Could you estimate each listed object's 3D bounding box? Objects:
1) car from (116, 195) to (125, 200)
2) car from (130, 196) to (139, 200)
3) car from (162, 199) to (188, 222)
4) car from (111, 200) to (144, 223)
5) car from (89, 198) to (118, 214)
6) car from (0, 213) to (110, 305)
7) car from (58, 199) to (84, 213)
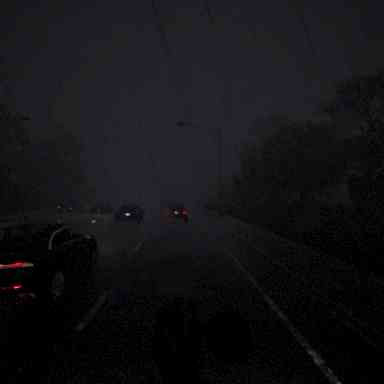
[{"bbox_3d":[-16.557,1.510,76.052,1.882,1.535,5.008,0,0,-5],"label":"car"},{"bbox_3d":[-12.995,1.591,75.546,2.128,1.511,4.902,0,0,-5],"label":"car"},{"bbox_3d":[-1.371,1.576,26.768,2.033,1.411,5.357,0,0,-5],"label":"car"},{"bbox_3d":[-4.845,1.595,26.155,1.994,1.385,4.181,0,0,-5],"label":"car"},{"bbox_3d":[-9.280,1.607,34.464,1.994,1.385,4.181,0,0,-5],"label":"car"},{"bbox_3d":[-3.662,1.505,8.087,2.128,1.511,4.902,0,0,-2],"label":"car"},{"bbox_3d":[-12.913,1.554,35.750,1.837,1.490,4.892,0,-1,-5],"label":"car"}]
